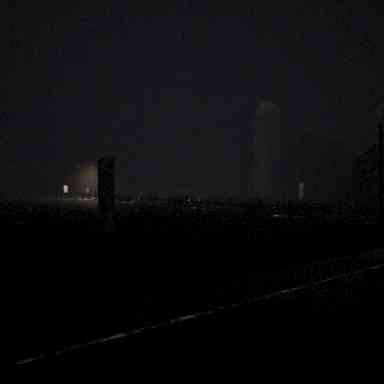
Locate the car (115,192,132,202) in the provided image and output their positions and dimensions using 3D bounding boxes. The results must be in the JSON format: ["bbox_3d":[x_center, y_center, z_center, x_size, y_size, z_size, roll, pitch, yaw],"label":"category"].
[{"bbox_3d":[-12.928,0.823,60.341,2.097,1.767,4.553,-1,1,-36],"label":"car"}]

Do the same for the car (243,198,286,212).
[{"bbox_3d":[6.980,1.326,32.590,1.812,1.442,4.674,-1,1,-35],"label":"car"}]

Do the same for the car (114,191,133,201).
[{"bbox_3d":[-13.623,0.752,66.004,2.097,1.767,4.553,-1,1,-36],"label":"car"}]

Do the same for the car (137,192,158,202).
[{"bbox_3d":[-7.842,0.849,58.060,2.097,1.767,4.553,-1,1,-35],"label":"car"}]

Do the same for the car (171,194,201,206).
[{"bbox_3d":[-0.776,1.028,43.339,2.097,1.767,4.553,-1,1,-36],"label":"car"}]
